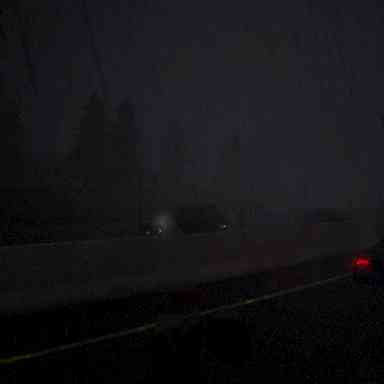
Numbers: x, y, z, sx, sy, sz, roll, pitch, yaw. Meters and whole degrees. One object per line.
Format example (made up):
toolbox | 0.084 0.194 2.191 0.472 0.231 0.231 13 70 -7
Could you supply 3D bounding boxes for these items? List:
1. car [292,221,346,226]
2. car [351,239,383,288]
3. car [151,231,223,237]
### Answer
car | 7.725 1.688 19.668 4.892 1.490 1.837 2 0 -45
car | 6.106 1.672 8.550 5.357 1.411 2.033 1 0 -40
car | -0.348 1.385 17.095 4.553 1.767 2.097 1 0 -40
